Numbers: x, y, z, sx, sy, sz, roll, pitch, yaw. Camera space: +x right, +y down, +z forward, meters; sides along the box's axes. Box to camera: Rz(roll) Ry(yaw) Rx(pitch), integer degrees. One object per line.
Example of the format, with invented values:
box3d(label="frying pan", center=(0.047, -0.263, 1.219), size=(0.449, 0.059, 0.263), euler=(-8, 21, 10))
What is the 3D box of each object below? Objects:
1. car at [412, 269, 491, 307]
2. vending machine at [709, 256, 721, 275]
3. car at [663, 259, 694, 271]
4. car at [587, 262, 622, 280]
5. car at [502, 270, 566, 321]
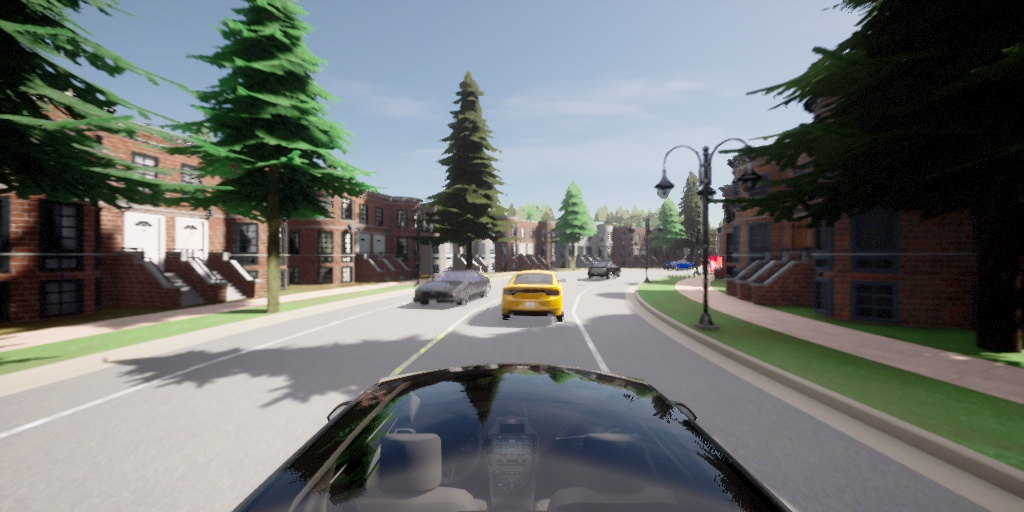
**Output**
box3d(label="car", center=(-2.382, 1.301, 15.863), size=(2.033, 1.411, 5.357), euler=(0, 0, 12))
box3d(label="vending machine", center=(21.968, 0.955, 38.806), size=(0.880, 2.100, 1.100), euler=(0, 0, -37))
box3d(label="car", center=(23.216, 1.240, 50.020), size=(5.008, 1.535, 1.882), euler=(0, 0, -28))
box3d(label="car", center=(8.160, 1.249, 31.345), size=(2.128, 1.511, 4.902), euler=(0, 0, 33))
box3d(label="car", center=(0.868, 1.231, 12.650), size=(1.882, 1.535, 5.008), euler=(0, 0, 8))
